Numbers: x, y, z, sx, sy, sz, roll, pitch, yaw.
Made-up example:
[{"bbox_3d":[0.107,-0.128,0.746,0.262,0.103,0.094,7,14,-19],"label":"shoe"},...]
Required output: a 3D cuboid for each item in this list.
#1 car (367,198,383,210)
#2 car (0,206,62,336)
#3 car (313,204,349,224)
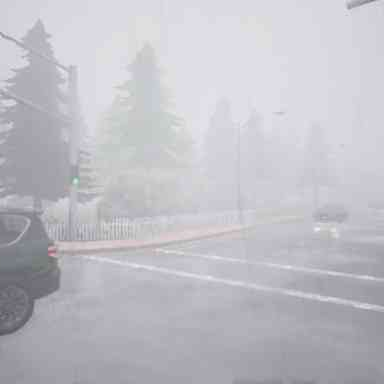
[{"bbox_3d":[25.657,1.576,46.268,1.882,1.535,5.008,0,0,36],"label":"car"},{"bbox_3d":[-4.669,1.269,4.678,2.150,2.045,5.566,0,0,36],"label":"car"},{"bbox_3d":[10.965,1.661,26.117,1.994,1.385,4.181,0,0,36],"label":"car"}]
